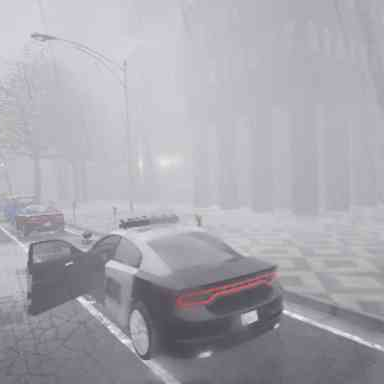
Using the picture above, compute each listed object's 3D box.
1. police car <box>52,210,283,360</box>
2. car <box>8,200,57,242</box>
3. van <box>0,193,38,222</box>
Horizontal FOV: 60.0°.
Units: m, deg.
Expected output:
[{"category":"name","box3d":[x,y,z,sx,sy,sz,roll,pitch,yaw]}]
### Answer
[{"category":"police car","box3d":[-0.810,1.250,5.999,1.930,1.638,5.238,-3,2,-35]},{"category":"car","box3d":[-7.710,1.297,16.659,1.887,1.381,4.507,-3,2,-35]},{"category":"van","box3d":[-10.918,1.071,21.270,1.690,1.788,3.998,-3,2,-35]}]
